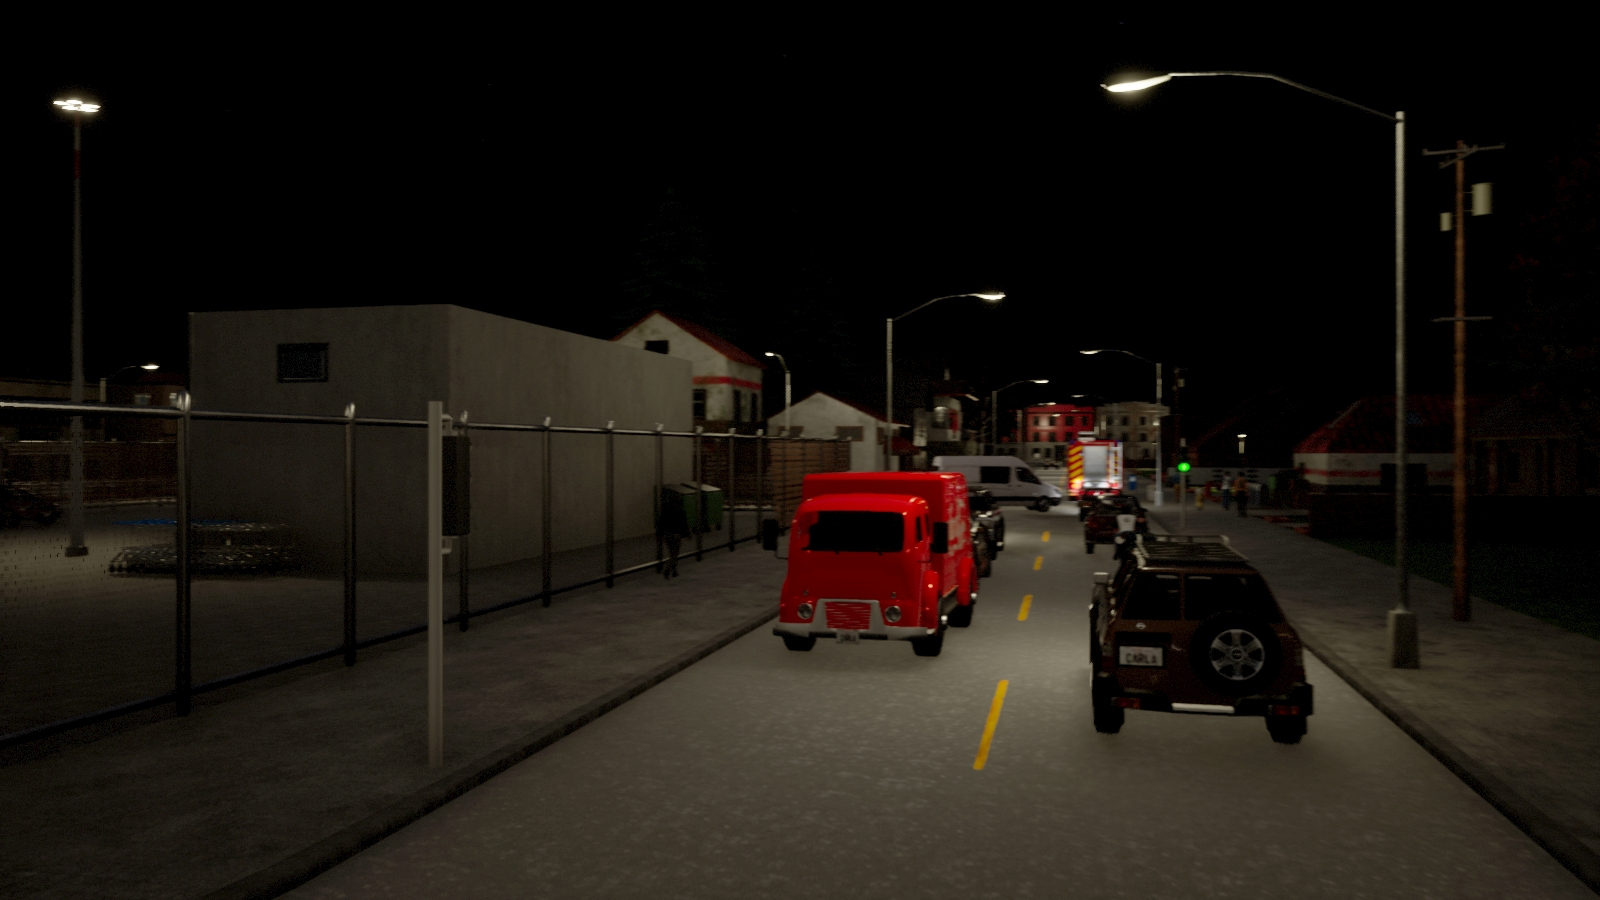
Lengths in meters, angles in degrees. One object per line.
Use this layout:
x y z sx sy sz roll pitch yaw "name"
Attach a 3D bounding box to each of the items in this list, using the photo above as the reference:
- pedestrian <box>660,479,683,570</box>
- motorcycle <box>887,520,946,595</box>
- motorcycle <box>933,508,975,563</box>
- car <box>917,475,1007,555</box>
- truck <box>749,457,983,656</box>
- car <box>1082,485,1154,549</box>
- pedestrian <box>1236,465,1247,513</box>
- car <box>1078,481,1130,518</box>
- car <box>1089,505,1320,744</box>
-2.666 1.539 23.776 0.375 1.860 0.375 0 0 13 "pedestrian"
2.190 1.972 21.309 0.856 1.236 1.805 0 0 13 "motorcycle"
3.662 2.005 27.067 0.803 1.145 2.033 0 0 13 "motorcycle"
4.420 1.657 30.610 1.932 1.855 4.605 0 0 14 "car"
1.223 1.356 17.217 2.627 2.467 5.204 0 0 14 "truck"
8.854 1.819 32.027 1.789 1.549 3.705 0 0 13 "car"
17.534 1.540 45.364 0.375 1.860 0.375 0 0 12 "pedestrian"
12.239 1.952 46.234 1.895 1.301 4.718 0 0 13 "car"
4.162 1.648 12.468 1.932 1.855 4.605 0 0 14 "car"
